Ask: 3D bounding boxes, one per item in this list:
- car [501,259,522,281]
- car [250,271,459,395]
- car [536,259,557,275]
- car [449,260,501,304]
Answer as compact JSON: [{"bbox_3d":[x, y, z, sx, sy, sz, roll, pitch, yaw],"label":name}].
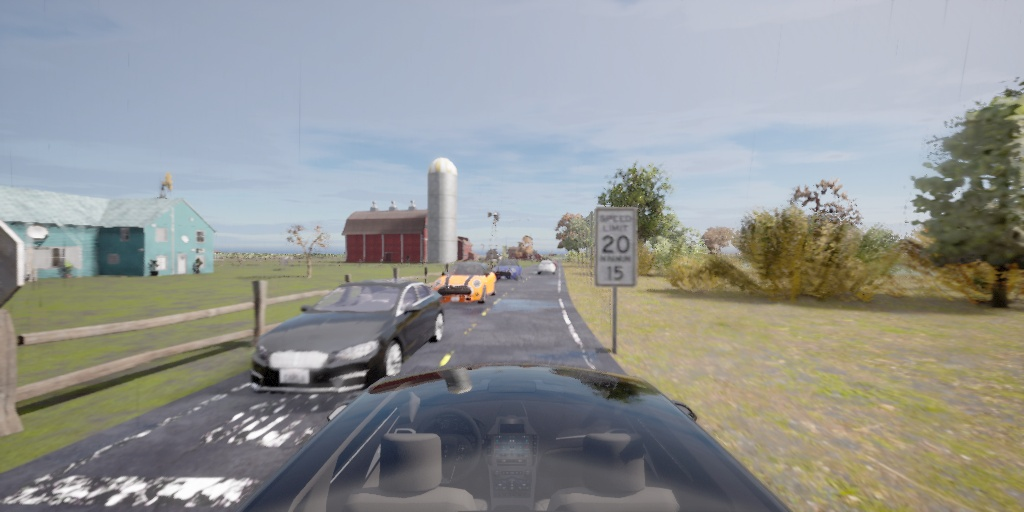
[{"bbox_3d":[-0.373,1.070,29.359,2.097,1.767,4.553,0,0,8],"label":"car"},{"bbox_3d":[-2.604,1.224,6.889,2.128,1.511,4.902,0,0,2],"label":"car"},{"bbox_3d":[3.782,1.259,39.056,1.812,1.442,4.674,0,0,8],"label":"car"},{"bbox_3d":[-1.979,1.077,16.130,2.097,1.767,4.553,0,0,6],"label":"car"}]
